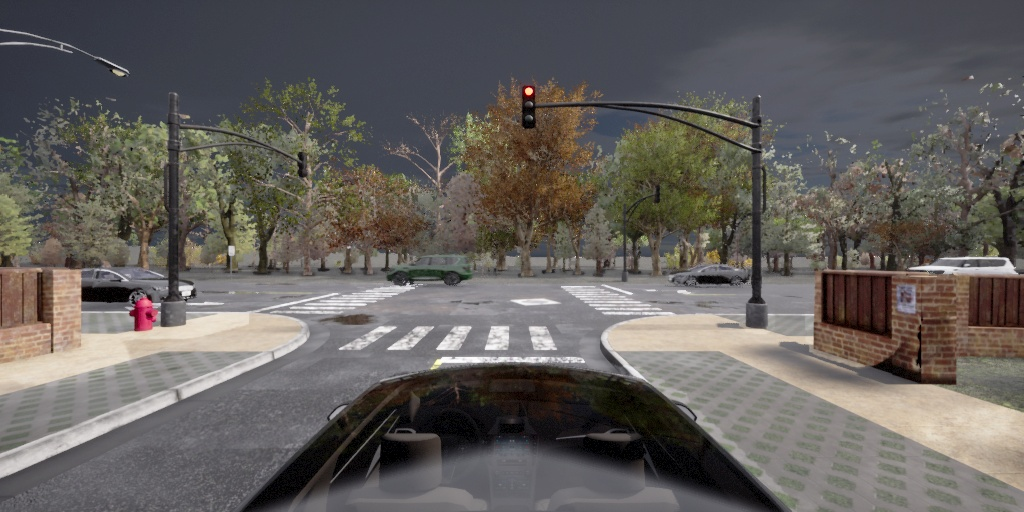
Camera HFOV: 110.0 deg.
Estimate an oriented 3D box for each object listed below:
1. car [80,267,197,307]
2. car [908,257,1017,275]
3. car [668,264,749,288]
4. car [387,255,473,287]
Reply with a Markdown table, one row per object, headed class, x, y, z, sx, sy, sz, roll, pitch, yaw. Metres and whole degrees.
| class | x | y | z | sx | sy | sz | roll | pitch | yaw |
| --- | --- | --- | --- | --- | --- | --- | --- | --- | --- |
| car | -15.118 | 1.183 | 13.946 | 4.902 | 1.511 | 2.128 | 0 | 0 | 0 |
| car | 29.835 | 1.086 | 23.925 | 5.566 | 2.045 | 2.150 | 0 | 0 | 2 |
| car | 13.042 | 1.300 | 23.930 | 4.902 | 1.511 | 2.128 | 0 | 0 | 0 |
| car | -5.374 | 0.962 | 23.911 | 5.566 | 2.045 | 2.150 | 0 | 0 | 0 |
